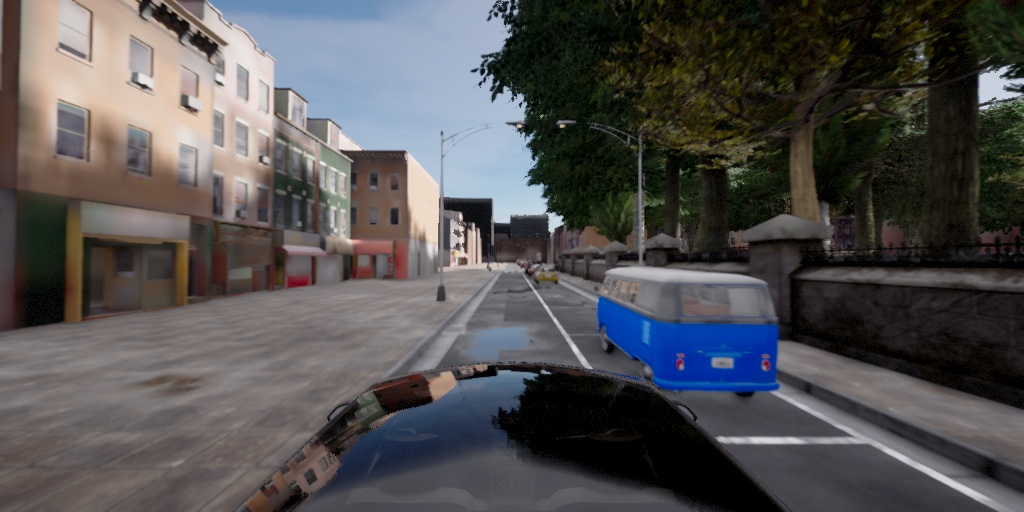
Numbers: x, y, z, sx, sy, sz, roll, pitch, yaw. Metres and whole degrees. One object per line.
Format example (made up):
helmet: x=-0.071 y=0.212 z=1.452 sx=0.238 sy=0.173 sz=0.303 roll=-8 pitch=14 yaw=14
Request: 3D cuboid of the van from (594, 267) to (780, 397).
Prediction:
van: x=2.638 y=1.113 z=6.349 sx=1.690 sy=1.789 sz=3.998 roll=0 pitch=0 yaw=0

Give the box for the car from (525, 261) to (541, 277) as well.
car: x=2.633 y=1.535 z=39.044 sx=1.802 sy=1.307 sz=4.207 roll=0 pitch=0 yaw=0

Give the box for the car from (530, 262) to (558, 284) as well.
car: x=2.635 y=1.412 z=28.316 sx=1.751 sy=1.417 sz=4.829 roll=0 pitch=0 yaw=0

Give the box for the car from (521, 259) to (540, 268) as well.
car: x=2.633 y=1.304 z=44.493 sx=2.192 sy=1.841 sz=5.009 roll=0 pitch=0 yaw=0
